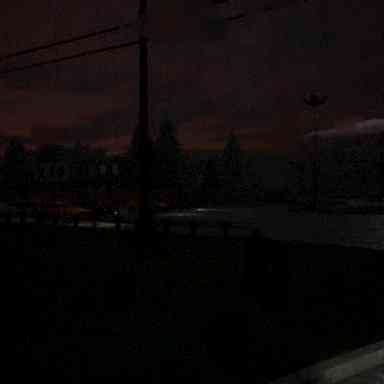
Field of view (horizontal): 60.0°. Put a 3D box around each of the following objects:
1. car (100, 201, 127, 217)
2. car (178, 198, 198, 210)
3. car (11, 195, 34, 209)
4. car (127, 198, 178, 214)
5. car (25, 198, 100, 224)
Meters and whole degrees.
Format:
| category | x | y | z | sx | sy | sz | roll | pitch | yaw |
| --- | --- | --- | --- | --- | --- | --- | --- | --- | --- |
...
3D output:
| category | x | y | z | sx | sy | sz | roll | pitch | yaw |
| --- | --- | --- | --- | --- | --- | --- | --- | --- | --- |
| car | -8.189 | 1.399 | 27.431 | 4.902 | 1.511 | 2.128 | 0 | 0 | 28 |
| car | -1.426 | 1.407 | 39.787 | 4.181 | 1.385 | 1.994 | 0 | 0 | 6 |
| car | -20.055 | 1.402 | 41.603 | 4.674 | 1.442 | 1.812 | 0 | 0 | 28 |
| car | -4.337 | 1.352 | 33.314 | 5.008 | 1.535 | 1.882 | 0 | 0 | 28 |
| car | -9.455 | 1.401 | 24.142 | 5.008 | 1.535 | 1.882 | 0 | 0 | 28 |
